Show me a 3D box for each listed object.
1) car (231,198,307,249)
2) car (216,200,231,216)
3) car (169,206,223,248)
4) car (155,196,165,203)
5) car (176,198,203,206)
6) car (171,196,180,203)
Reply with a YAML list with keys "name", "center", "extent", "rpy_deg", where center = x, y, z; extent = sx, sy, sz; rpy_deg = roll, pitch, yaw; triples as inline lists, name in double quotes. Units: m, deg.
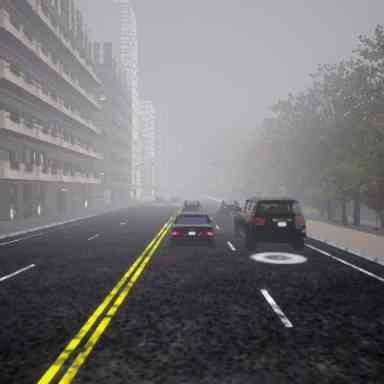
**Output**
- name: "car"
  center: [3.251, 1.256, 14.680]
  extent: [2.150, 2.045, 5.566]
  rpy_deg: [0, 0, 0]
- name: "car"
  center: [3.251, 1.494, 29.651]
  extent: [2.128, 1.511, 4.902]
  rpy_deg: [0, 0, 0]
- name: "car"
  center: [0.001, 1.562, 14.651]
  extent: [2.033, 1.411, 5.357]
  rpy_deg: [0, 0, 0]
- name: "car"
  center: [-6.505, 1.488, 67.853]
  extent: [2.128, 1.511, 4.902]
  rpy_deg: [0, 0, 0]
- name: "car"
  center: [0.001, 1.494, 29.651]
  extent: [2.128, 1.511, 4.902]
  rpy_deg: [0, 0, 0]
- name: "car"
  center: [-3.256, 1.502, 67.975]
  extent: [2.128, 1.511, 4.902]
  rpy_deg: [0, 0, 0]
